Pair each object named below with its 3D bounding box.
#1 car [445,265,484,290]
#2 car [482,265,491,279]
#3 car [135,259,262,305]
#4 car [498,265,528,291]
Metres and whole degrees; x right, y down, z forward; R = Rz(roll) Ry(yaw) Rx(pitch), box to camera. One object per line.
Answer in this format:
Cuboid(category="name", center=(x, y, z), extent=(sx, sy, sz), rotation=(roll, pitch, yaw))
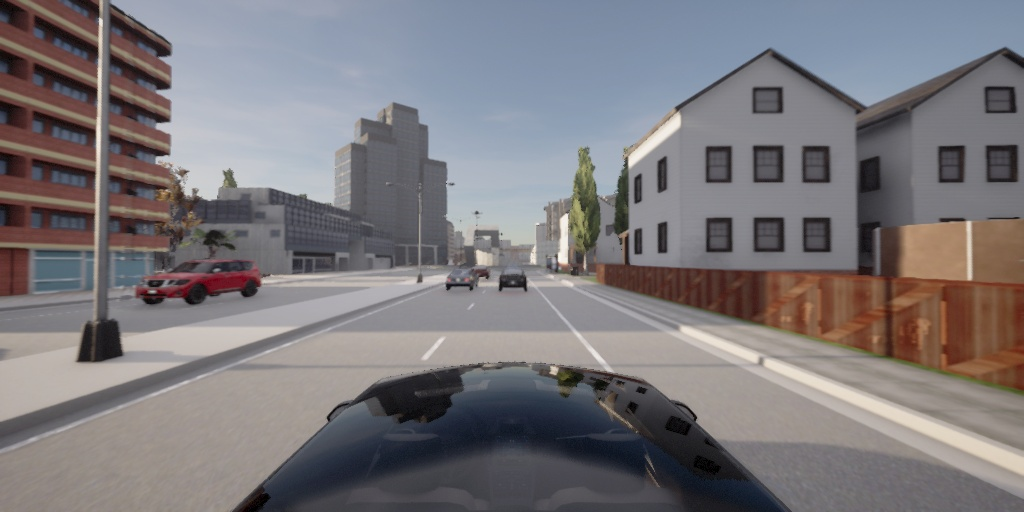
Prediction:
Cuboid(category="car", center=(-3.425, 1.595, 25.283), extent=(2.033, 1.411, 5.357), rotation=(0, -1, 0))
Cuboid(category="car", center=(-3.426, 1.713, 40.089), extent=(1.882, 1.535, 5.008), rotation=(0, 0, 0))
Cuboid(category="car", center=(-15.059, 1.173, 17.782), extent=(2.150, 2.045, 5.566), rotation=(0, -1, 0))
Cuboid(category="car", center=(0.072, 1.518, 24.664), extent=(1.882, 1.535, 5.008), rotation=(0, -1, 0))
